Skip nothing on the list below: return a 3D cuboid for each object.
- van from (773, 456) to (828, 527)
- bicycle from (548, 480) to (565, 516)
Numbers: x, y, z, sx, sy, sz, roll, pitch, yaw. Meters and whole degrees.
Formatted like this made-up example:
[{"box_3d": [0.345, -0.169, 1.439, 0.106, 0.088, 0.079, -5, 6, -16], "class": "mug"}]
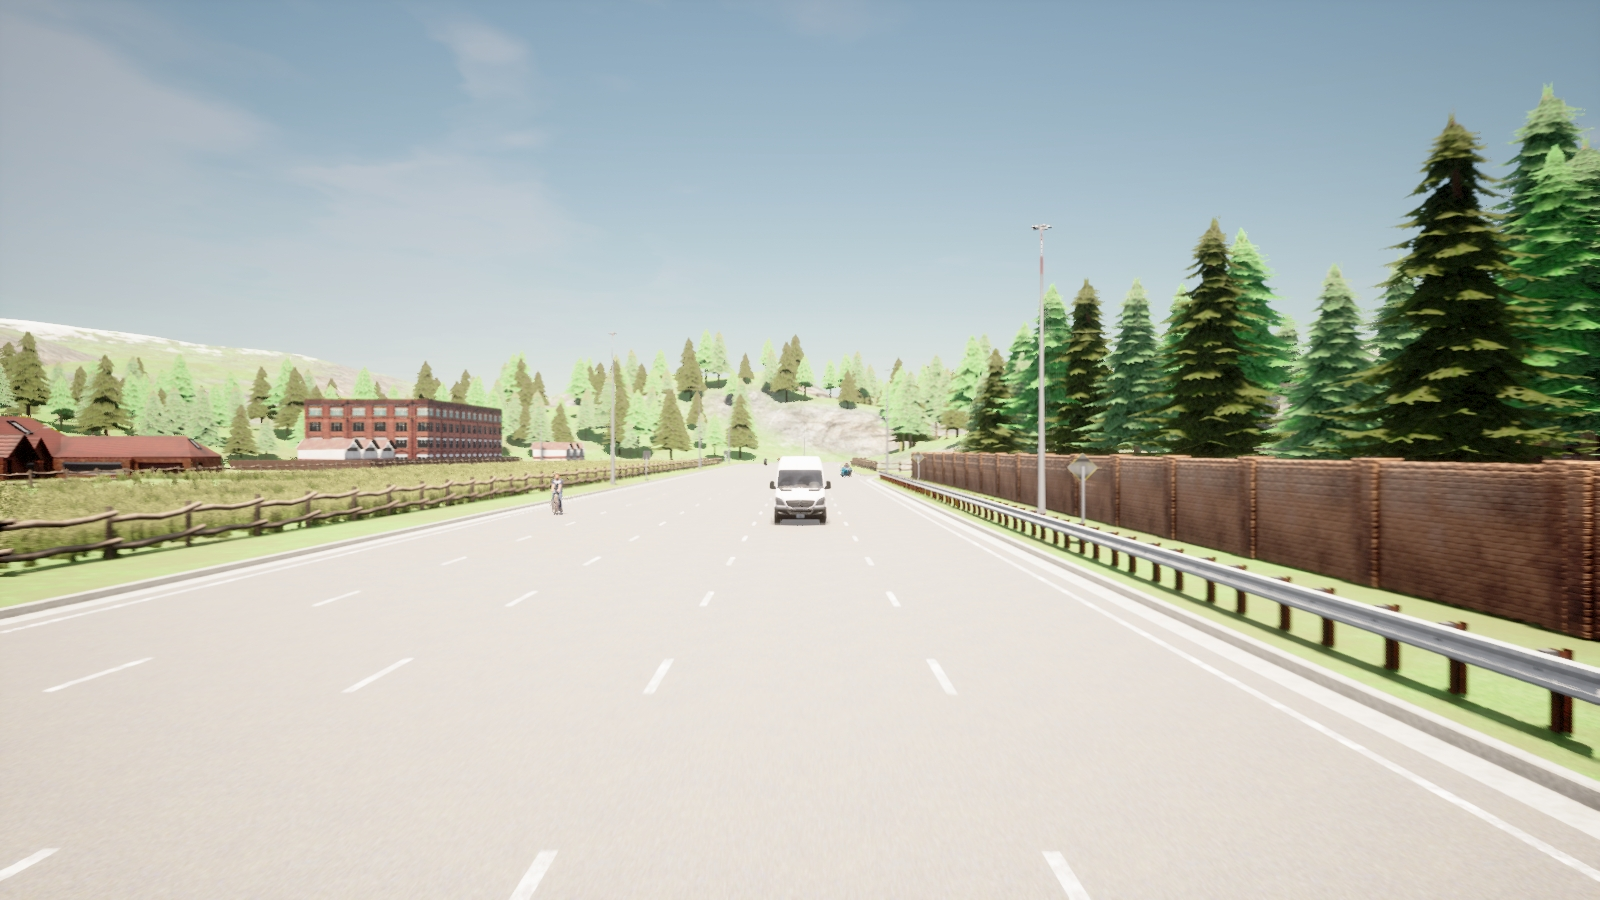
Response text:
[{"box_3d": [0.017, 1.534, 44.640, 1.988, 2.561, 5.915, 0, 0, 0], "class": "van"}, {"box_3d": [-10.485, 2.056, 49.263, 0.373, 1.496, 1.643, 0, 0, 0], "class": "bicycle"}]
